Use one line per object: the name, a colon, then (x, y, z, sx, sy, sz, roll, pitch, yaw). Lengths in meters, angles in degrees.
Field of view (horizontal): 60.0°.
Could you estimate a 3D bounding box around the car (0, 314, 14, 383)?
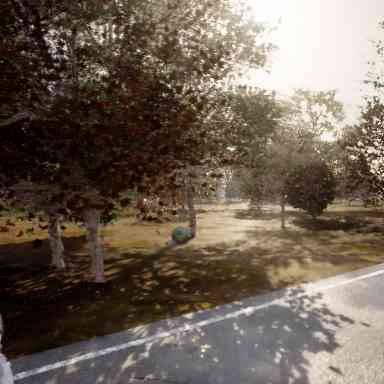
car: (-3.707, 1.223, 1.041, 5.566, 2.045, 2.150, 0, 0, -35)
